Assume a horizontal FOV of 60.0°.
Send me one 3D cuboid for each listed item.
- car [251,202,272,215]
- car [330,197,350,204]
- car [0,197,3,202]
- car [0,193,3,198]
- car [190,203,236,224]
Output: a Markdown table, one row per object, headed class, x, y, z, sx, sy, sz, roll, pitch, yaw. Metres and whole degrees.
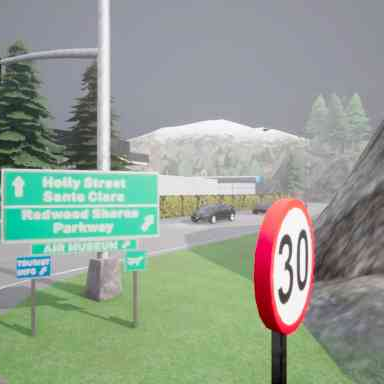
| class | x | y | z | sx | sy | sz | roll | pitch | yaw |
| --- | --- | --- | --- | --- | --- | --- | --- | --- | --- |
| car | 8.373 | 1.739 | 36.022 | 2.033 | 1.411 | 5.357 | 0 | 0 | 36 |
| car | 30.808 | 1.787 | 69.470 | 1.895 | 1.301 | 4.718 | 0 | 0 | -10 |
| car | -12.386 | 1.504 | 26.071 | 1.905 | 1.878 | 3.866 | 0 | 0 | 35 |
| car | -38.583 | 1.489 | 70.017 | 4.514 | 1.523 | 2.007 | 0 | 0 | 35 |
| car | 1.804 | 1.696 | 27.001 | 1.837 | 1.490 | 4.892 | 0 | 0 | 36 |
